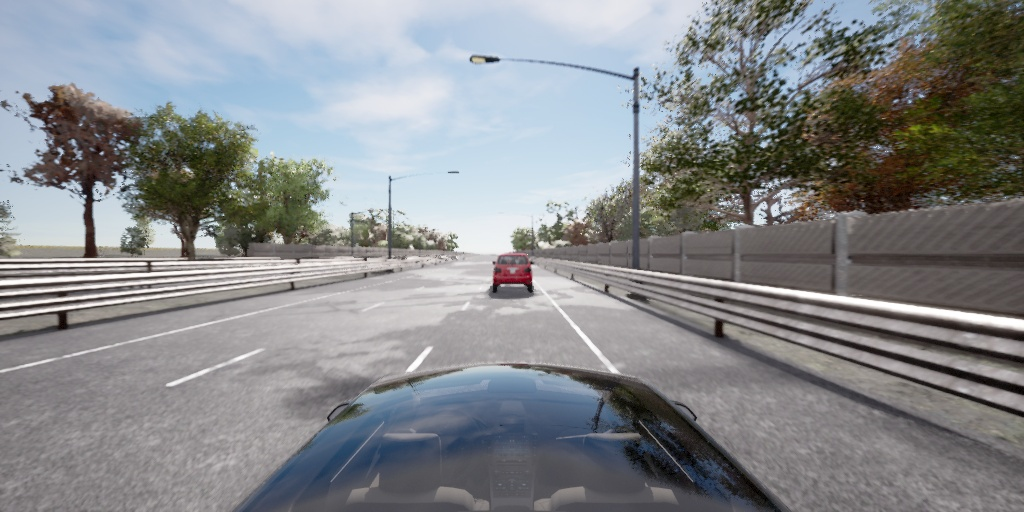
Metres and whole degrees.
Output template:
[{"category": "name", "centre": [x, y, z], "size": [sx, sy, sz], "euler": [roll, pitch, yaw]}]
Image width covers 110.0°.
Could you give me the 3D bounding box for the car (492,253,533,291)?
[{"category": "car", "centre": [0.020, 0.855, 20.712], "size": [2.150, 2.045, 5.566], "euler": [0, 0, 0]}]
